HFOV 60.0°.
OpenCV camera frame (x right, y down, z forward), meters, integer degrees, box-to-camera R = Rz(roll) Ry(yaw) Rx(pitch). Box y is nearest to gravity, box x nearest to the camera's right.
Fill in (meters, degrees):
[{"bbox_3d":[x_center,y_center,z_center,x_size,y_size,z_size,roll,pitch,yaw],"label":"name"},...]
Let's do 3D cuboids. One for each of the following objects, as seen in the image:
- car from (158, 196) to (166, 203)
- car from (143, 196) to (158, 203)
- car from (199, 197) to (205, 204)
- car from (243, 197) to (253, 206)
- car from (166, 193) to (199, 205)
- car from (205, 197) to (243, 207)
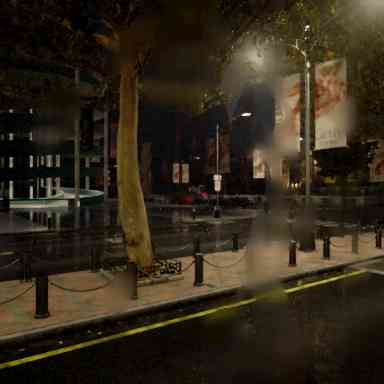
[{"bbox_3d":[-7.423,1.522,71.204,4.674,1.442,1.812,0,0,37],"label":"car"},{"bbox_3d":[-9.923,1.476,68.707,5.008,1.535,1.882,0,0,37],"label":"car"},{"bbox_3d":[0.871,1.545,62.105,2.033,1.411,5.357,0,0,-36],"label":"car"},{"bbox_3d":[7.516,1.489,52.769,2.128,1.511,4.902,0,0,-35],"label":"car"},{"bbox_3d":[-1.765,1.222,59.770,2.150,2.045,5.566,0,0,-37],"label":"car"},{"bbox_3d":[4.758,1.545,50.625,2.033,1.411,5.357,0,0,-35],"label":"car"}]
